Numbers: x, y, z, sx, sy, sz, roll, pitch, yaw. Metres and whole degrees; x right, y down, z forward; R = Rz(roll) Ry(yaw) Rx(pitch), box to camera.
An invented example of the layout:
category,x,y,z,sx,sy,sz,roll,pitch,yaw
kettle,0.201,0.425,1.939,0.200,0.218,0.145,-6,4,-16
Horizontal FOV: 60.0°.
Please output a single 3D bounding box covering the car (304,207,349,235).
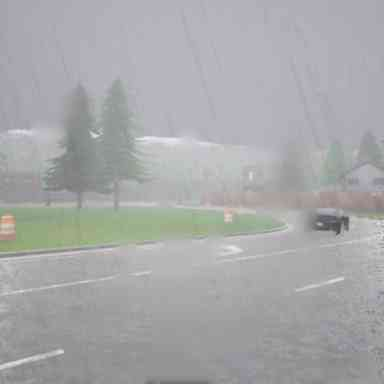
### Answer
category,x,y,z,sx,sy,sz,roll,pitch,yaw
car,8.247,1.621,20.175,1.882,1.535,5.008,1,0,32
